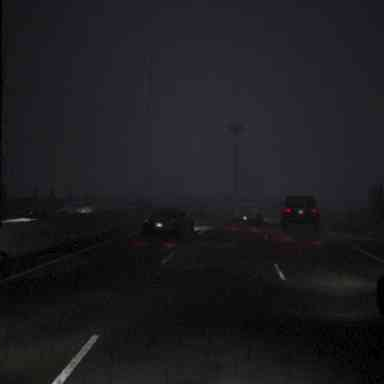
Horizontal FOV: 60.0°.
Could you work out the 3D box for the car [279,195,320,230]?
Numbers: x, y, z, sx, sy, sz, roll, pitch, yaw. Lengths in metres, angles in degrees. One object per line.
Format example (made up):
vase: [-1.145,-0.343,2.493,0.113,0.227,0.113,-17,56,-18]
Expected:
car: [6.896,1.219,21.444,2.150,2.045,5.566,0,0,15]

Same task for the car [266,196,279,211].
car: [11.101,1.569,40.870,2.033,1.411,5.357,0,0,29]

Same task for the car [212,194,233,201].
car: [6.265,1.346,65.178,2.150,2.045,5.566,0,0,38]

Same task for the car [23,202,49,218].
car: [-12.737,1.537,29.432,1.994,1.385,4.181,0,0,17]

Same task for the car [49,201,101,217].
car: [-9.503,1.502,28.155,1.812,1.442,4.674,0,0,17]

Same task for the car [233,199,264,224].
car: [4.218,1.519,24.551,1.812,1.442,4.674,0,0,17]

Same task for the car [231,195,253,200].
car: [10.209,1.632,64.490,2.128,1.511,4.902,0,0,40]

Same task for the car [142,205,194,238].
car: [-1.153,1.549,17.798,1.994,1.385,4.181,0,0,11]

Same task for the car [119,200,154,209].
car: [-5.009,1.493,30.603,1.837,1.490,4.892,0,0,19]

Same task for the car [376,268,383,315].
car: [3.815,1.234,2.730,2.150,2.045,5.566,0,0,3]
